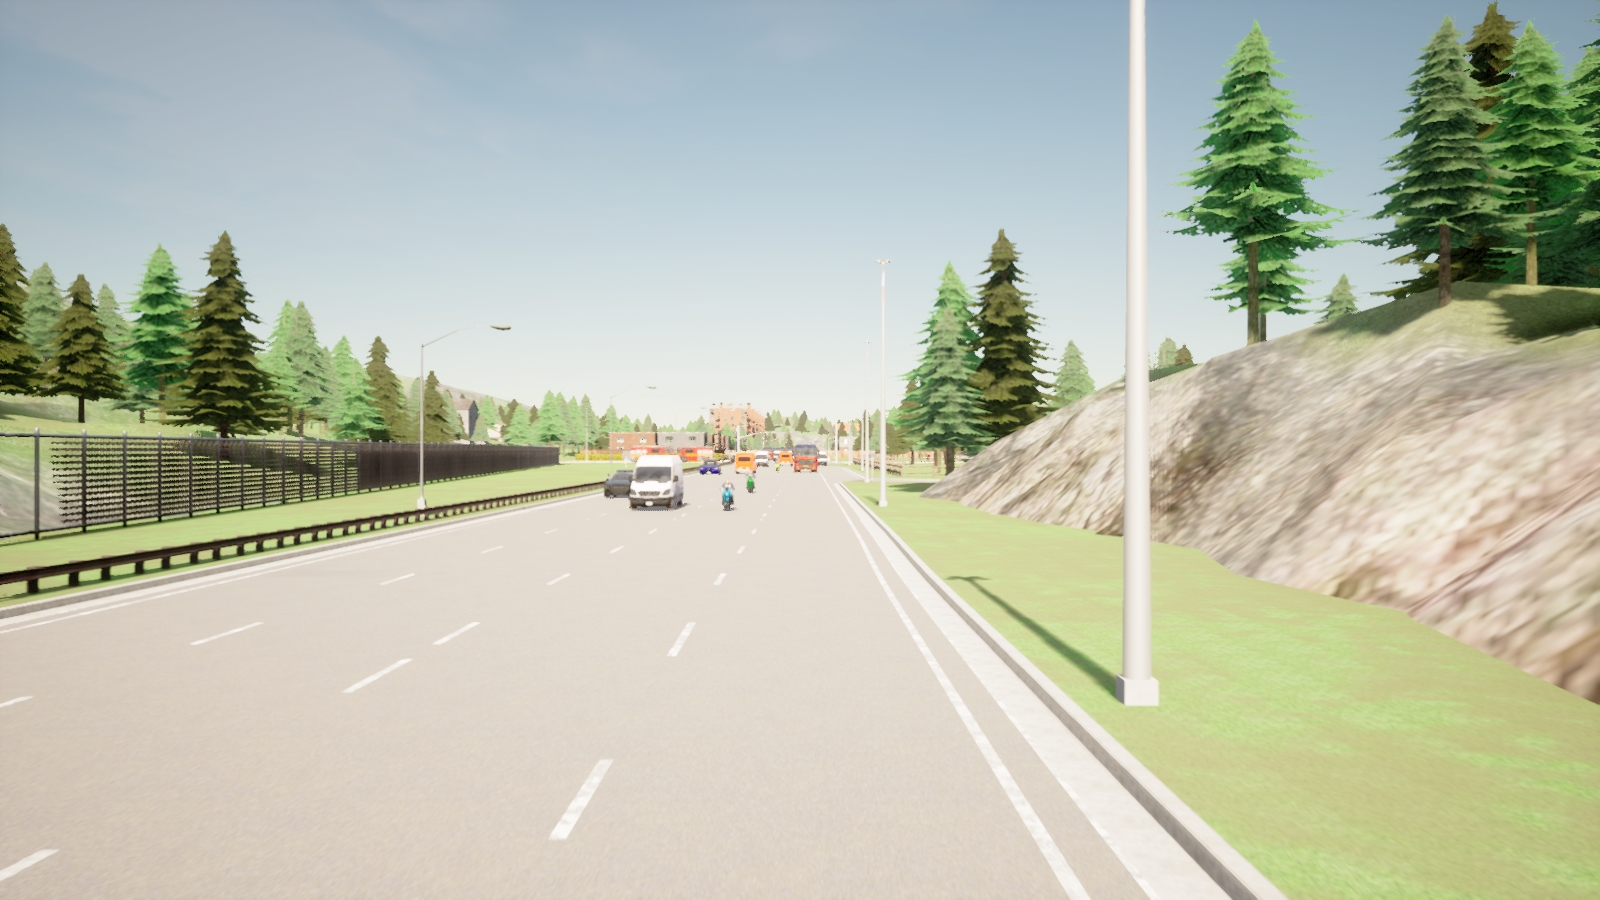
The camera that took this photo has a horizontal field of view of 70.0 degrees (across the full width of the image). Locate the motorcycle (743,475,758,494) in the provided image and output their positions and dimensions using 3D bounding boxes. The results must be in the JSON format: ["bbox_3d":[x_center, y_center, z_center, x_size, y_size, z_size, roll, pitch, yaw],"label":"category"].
[{"bbox_3d":[-3.152,2.183,72.824,0.803,1.199,2.033,0,0,0],"label":"motorcycle"}]

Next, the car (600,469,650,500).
[{"bbox_3d":[-10.180,1.980,66.786,2.097,1.638,5.238,0,0,0],"label":"car"}]

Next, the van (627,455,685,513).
[{"bbox_3d":[-6.745,1.532,54.159,1.988,2.561,5.915,0,0,0],"label":"van"}]

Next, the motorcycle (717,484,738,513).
[{"bbox_3d":[-3.261,2.184,51.660,0.803,1.199,2.033,0,0,0],"label":"motorcycle"}]
